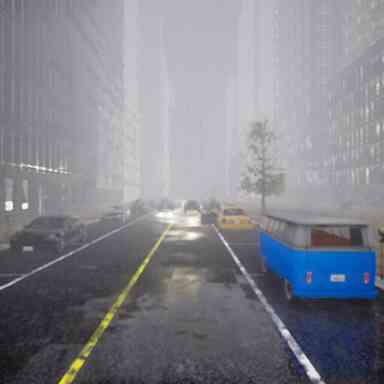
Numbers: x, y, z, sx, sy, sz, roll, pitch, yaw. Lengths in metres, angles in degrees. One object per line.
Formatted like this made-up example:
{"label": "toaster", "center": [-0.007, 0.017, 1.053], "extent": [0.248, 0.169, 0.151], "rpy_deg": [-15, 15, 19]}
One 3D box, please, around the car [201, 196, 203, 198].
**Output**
{"label": "car", "center": [2.691, 1.578, 47.827], "extent": [1.967, 1.590, 4.097], "rpy_deg": [0, 0, 0]}

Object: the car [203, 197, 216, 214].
{"label": "car", "center": [2.692, 1.671, 42.139], "extent": [2.008, 1.369, 4.403], "rpy_deg": [0, 0, 0]}

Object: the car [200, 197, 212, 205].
{"label": "car", "center": [2.689, 1.740, 64.895], "extent": [2.008, 1.369, 4.403], "rpy_deg": [0, 0, 0]}

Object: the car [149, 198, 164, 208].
{"label": "car", "center": [-5.690, 1.699, 53.538], "extent": [1.887, 1.381, 4.507], "rpy_deg": [0, 0, 0]}

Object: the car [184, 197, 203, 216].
{"label": "car", "center": [0.017, 1.637, 38.950], "extent": [1.812, 1.442, 4.674], "rpy_deg": [0, 0, 1]}

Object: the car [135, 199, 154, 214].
{"label": "car", "center": [-5.687, 1.544, 36.472], "extent": [1.967, 1.590, 4.097], "rpy_deg": [0, 0, 0]}

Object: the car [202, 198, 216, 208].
{"label": "car", "center": [2.691, 1.699, 53.517], "extent": [1.887, 1.381, 4.507], "rpy_deg": [0, 0, 0]}

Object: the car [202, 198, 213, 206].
{"label": "car", "center": [2.690, 1.753, 59.206], "extent": [1.802, 1.307, 4.206], "rpy_deg": [0, 0, 0]}

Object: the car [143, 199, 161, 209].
{"label": "car", "center": [-5.690, 1.688, 47.849], "extent": [2.008, 1.369, 4.403], "rpy_deg": [0, 0, 0]}

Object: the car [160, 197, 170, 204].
{"label": "car", "center": [-5.692, 1.752, 70.605], "extent": [1.887, 1.381, 4.507], "rpy_deg": [0, 0, 0]}

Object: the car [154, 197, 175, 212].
{"label": "car", "center": [-3.093, 1.607, 40.774], "extent": [2.128, 1.511, 4.902], "rpy_deg": [0, 0, 0]}

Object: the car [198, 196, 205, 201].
{"label": "car", "center": [2.686, 1.807, 93.509], "extent": [1.752, 1.417, 4.829], "rpy_deg": [0, 0, 0]}

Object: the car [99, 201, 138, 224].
{"label": "car", "center": [-5.687, 1.622, 25.092], "extent": [2.008, 1.369, 4.403], "rpy_deg": [0, 0, 0]}

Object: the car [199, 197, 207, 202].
{"label": "car", "center": [2.687, 1.810, 81.961], "extent": [1.947, 1.339, 4.313], "rpy_deg": [0, 0, 0]}

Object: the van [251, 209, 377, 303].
{"label": "van", "center": [2.698, 1.364, 8.006], "extent": [1.690, 1.788, 3.998], "rpy_deg": [0, 0, 0]}

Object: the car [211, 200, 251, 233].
{"label": "car", "center": [2.347, 1.512, 19.831], "extent": [1.801, 1.575, 5.366], "rpy_deg": [0, 0, 0]}

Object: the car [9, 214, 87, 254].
{"label": "car", "center": [-5.686, 1.605, 13.714], "extent": [1.947, 1.339, 4.313], "rpy_deg": [0, 0, 0]}
